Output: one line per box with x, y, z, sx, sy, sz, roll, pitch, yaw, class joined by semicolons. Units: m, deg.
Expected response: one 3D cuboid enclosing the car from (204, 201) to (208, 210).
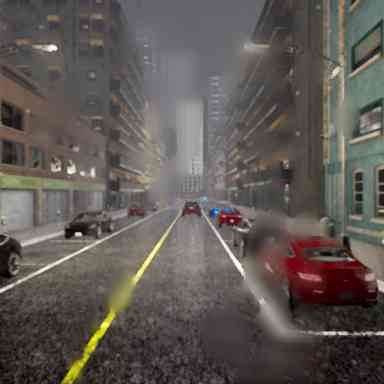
2.657;1.952;35.458;1.947;1.339;4.313;-1;-1;0;car

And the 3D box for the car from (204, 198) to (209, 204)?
2.643;2.097;52.197;1.752;1.417;4.829;-1;-1;0;car

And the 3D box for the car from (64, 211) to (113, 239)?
-5.712;1.771;18.894;1.947;1.339;4.313;0;-1;0;car

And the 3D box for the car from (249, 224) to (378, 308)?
2.678;1.667;7.842;1.802;1.307;4.206;0;-1;0;car

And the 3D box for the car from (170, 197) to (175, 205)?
-5.758;2.450;79.648;1.947;1.339;4.313;-1;-1;0;car

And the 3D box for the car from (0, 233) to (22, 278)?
-5.703;1.652;7.848;1.947;1.339;4.313;0;-1;0;car

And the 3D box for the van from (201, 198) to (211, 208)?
2.633;2.036;63.076;1.690;1.788;3.998;-1;-1;0;van

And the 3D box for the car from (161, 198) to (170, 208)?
-5.746;2.219;62.910;1.752;1.417;4.829;0;-1;0;car

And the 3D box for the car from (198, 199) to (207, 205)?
2.618;2.497;85.165;2.008;1.369;4.403;-1;-1;0;car

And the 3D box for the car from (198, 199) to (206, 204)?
2.614;2.561;90.688;2.008;1.369;4.403;-1;-1;0;car

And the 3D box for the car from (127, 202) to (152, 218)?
-5.724;1.932;35.464;1.887;1.381;4.507;0;-1;0;car

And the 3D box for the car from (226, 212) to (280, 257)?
2.673;1.710;13.365;1.947;1.339;4.313;0;-1;0;car

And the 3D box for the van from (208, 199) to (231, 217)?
2.659;1.666;29.937;1.690;1.788;3.998;0;-1;0;van

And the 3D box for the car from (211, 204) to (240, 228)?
2.665;1.809;24.412;1.887;1.381;4.507;0;-1;0;car

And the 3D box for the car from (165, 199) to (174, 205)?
-5.762;2.492;85.172;1.887;1.381;4.507;-1;-1;0;car

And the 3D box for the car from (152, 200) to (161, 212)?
-5.733;2.091;46.510;1.802;1.307;4.206;0;-1;0;car

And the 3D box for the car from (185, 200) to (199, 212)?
-0.027;2.007;48.401;1.882;1.535;5.008;0;0;0;car

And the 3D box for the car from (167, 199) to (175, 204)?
-5.767;2.556;90.696;1.887;1.381;4.507;-1;-1;0;car

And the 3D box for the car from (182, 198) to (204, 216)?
-0.029;1.758;37.266;2.097;1.767;4.553;0;-1;0;car
